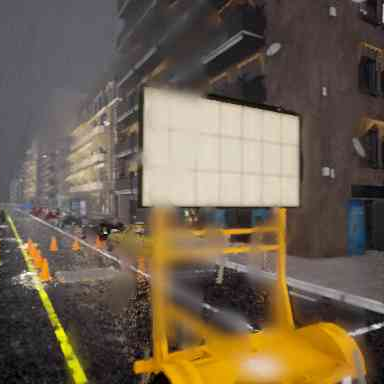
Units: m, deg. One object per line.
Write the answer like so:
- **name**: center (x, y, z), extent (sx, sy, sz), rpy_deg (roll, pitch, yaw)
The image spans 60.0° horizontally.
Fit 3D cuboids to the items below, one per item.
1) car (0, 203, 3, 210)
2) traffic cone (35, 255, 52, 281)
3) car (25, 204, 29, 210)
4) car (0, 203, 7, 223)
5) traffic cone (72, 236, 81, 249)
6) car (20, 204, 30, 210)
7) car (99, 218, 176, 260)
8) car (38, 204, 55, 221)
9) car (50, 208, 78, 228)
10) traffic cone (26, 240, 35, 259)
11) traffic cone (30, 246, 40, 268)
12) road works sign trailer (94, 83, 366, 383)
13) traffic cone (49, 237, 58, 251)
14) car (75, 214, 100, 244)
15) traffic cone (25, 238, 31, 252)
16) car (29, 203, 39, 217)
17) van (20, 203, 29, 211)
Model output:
- **car**: center (-46.902, 3.441, 80.498), extent (2.097, 1.767, 4.553), rpy_deg (2, -2, -30)
- **traffic cone**: center (-4.256, 2.220, 9.622), extent (0.340, 0.580, 0.340), rpy_deg (2, -2, -30)
- **car**: center (-27.572, 3.141, 58.234), extent (1.802, 1.307, 4.206), rpy_deg (2, -2, -30)
- **car**: center (-20.595, 2.106, 34.539), extent (2.150, 2.045, 5.566), rpy_deg (2, -2, -29)
- **traffic cone**: center (-5.507, 2.399, 15.819), extent (0.340, 0.580, 0.340), rpy_deg (2, -2, -30)
- **car**: center (-41.625, 3.774, 82.724), extent (1.947, 1.339, 4.313), rpy_deg (2, -2, -30)
- **car**: center (-2.358, 1.952, 14.301), extent (1.752, 1.417, 4.829), rpy_deg (2, -2, -30)
- **car**: center (-16.327, 2.491, 38.646), extent (1.967, 1.590, 4.097), rpy_deg (2, -2, -30)
- **car**: center (-10.706, 2.349, 28.848), extent (2.008, 1.369, 4.403), rpy_deg (2, -2, -30)
- **traffic cone**: center (-6.246, 2.308, 13.091), extent (0.340, 0.580, 0.340), rpy_deg (2, -2, -30)
- **traffic cone**: center (-5.251, 2.263, 11.356), extent (0.340, 0.580, 0.340), rpy_deg (2, -2, -30)
- **road works sign trailer**: center (0.348, 0.607, 4.232), extent (2.380, 3.560, 2.880), rpy_deg (2, -2, -30)
- **traffic cone**: center (-6.374, 2.375, 15.322), extent (0.340, 0.580, 0.340), rpy_deg (2, -2, -30)
- **car**: center (-5.085, 2.113, 19.051), extent (1.947, 1.339, 4.313), rpy_deg (2, -2, -30)
- **traffic cone**: center (-7.242, 2.352, 14.825), extent (0.340, 0.580, 0.340), rpy_deg (2, -2, -30)
- **car**: center (-21.947, 2.620, 48.447), extent (2.192, 1.841, 5.009), rpy_deg (2, -2, -30)
- **van**: center (-38.813, 3.419, 77.832), extent (1.690, 1.788, 3.998), rpy_deg (2, -2, -30)
